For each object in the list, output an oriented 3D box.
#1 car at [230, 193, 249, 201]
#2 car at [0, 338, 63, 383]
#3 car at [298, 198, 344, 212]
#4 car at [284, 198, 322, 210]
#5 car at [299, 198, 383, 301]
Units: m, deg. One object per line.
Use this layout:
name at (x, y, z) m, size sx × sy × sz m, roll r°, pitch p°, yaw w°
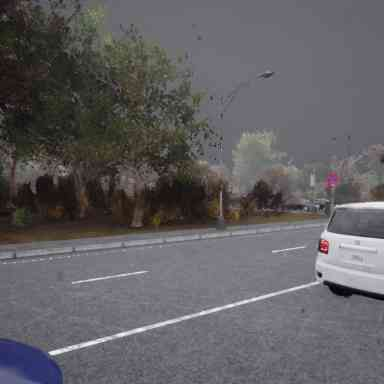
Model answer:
car at (6.826, 1.213, 47.877) m, size 2.150 × 2.045 × 5.566 m, roll 0°, pitch 0°, yaw -32°
car at (-3.051, 1.526, 1.567) m, size 4.674 × 1.442 × 1.812 m, roll 0°, pitch 0°, yaw -36°
car at (15.595, 1.491, 40.550) m, size 2.128 × 1.511 × 4.902 m, roll 0°, pitch 0°, yaw -32°
car at (12.565, 1.492, 38.767) m, size 2.128 × 1.511 × 4.902 m, roll 0°, pitch 0°, yaw -33°
car at (5.071, 1.221, 7.369) m, size 5.566 × 2.045 × 2.150 m, roll 0°, pitch 0°, yaw -35°
